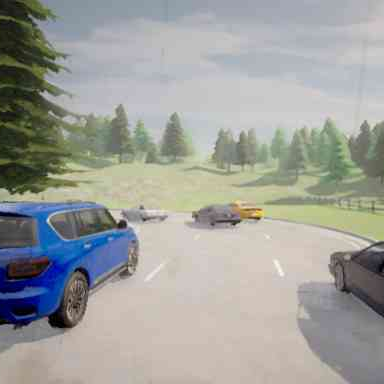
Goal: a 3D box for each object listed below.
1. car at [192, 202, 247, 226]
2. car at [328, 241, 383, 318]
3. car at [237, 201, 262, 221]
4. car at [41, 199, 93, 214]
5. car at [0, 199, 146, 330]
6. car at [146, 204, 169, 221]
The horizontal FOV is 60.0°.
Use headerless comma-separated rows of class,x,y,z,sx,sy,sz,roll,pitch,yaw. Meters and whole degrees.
car,1.595,1.558,23.330,2.033,1.411,5.357,0,0,-17
car,4.037,1.563,5.764,2.033,1.411,5.357,0,0,6
car,3.646,1.496,26.711,1.882,1.535,5.008,1,0,-23
car,-12.782,1.486,34.074,4.674,1.442,1.812,0,-1,7
car,-2.798,1.213,7.139,2.150,2.045,5.566,0,0,6
car,-3.797,1.592,25.980,1.895,1.301,4.718,0,0,-36
